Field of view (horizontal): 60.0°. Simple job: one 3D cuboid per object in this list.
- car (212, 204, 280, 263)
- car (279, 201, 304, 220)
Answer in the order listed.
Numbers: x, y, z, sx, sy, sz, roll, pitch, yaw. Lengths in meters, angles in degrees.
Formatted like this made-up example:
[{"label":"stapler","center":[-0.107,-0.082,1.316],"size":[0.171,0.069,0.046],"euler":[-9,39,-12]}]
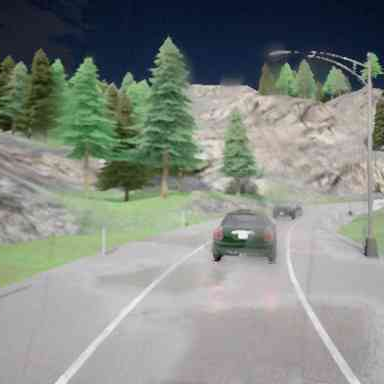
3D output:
[{"label":"car","center":[2.132,1.436,12.663],"size":[2.097,1.767,4.553],"euler":[0,0,14]},{"label":"car","center":[8.275,1.532,28.606],"size":[1.812,1.442,4.674],"euler":[-1,0,29]}]
